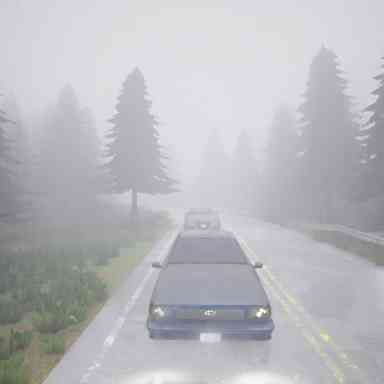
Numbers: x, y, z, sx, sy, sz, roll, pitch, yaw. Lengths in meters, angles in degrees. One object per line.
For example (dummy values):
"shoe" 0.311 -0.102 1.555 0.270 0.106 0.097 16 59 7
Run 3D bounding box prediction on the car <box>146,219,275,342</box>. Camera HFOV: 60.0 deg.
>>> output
"car" 0.303 1.558 7.101 2.033 1.411 5.357 0 0 1

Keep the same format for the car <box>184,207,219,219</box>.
"car" 0.520 1.584 19.313 1.994 1.385 4.181 0 0 -2
